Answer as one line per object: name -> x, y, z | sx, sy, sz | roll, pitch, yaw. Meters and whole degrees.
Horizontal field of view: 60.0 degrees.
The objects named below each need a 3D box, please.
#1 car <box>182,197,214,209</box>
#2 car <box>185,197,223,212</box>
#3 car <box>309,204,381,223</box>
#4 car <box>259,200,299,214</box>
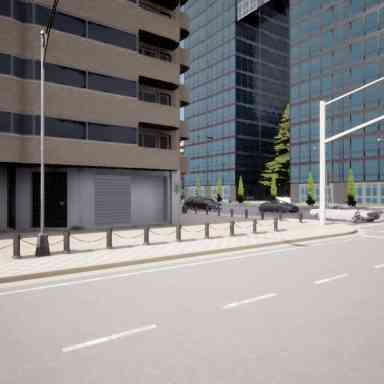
car -> 0.793, 1.449, 45.582 | 1.837, 1.490, 4.892 | 0, 0, -35
car -> 1.572, 1.448, 38.383 | 1.837, 1.490, 4.892 | 0, 0, -35
car -> 11.333, 1.551, 24.848 | 1.895, 1.301, 4.718 | 0, 0, -36
car -> 8.875, 1.507, 34.158 | 1.994, 1.385, 4.181 | 0, 0, -36
